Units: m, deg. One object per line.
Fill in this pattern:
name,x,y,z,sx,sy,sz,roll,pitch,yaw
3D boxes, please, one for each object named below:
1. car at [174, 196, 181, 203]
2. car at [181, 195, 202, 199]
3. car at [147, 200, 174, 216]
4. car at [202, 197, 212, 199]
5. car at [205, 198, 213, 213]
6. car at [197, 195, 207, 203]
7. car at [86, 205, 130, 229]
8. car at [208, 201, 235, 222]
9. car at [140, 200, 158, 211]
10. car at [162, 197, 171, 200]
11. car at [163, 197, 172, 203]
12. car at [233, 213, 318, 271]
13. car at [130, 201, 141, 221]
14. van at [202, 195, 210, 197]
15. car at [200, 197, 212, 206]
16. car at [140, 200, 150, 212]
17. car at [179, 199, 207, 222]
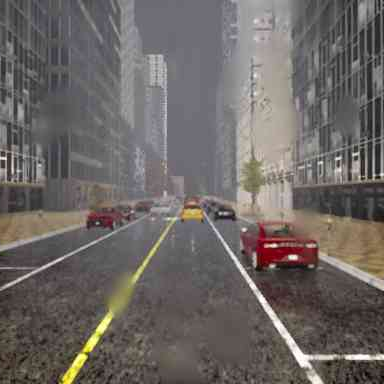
car,-3.144,1.700,75.992,1.812,1.442,4.674,0,0,0
car,-0.041,1.455,44.960,2.150,2.045,5.566,0,0,0
car,-3.163,1.782,34.472,1.895,1.301,4.718,0,0,0
car,2.596,1.824,50.883,1.947,1.339,4.313,0,0,0
car,2.617,1.772,39.498,1.947,1.339,4.313,0,0,0
car,2.533,1.712,85.037,2.192,1.841,5.009,0,0,0
car,-5.731,1.666,22.413,1.887,1.381,4.507,0,0,0
car,2.639,1.716,28.114,1.947,1.339,4.313,0,0,0
car,-5.774,1.797,45.183,1.947,1.339,4.313,0,0,0
car,-5.827,1.877,73.476,1.752,1.417,4.829,0,0,0
car,-5.838,1.925,79.340,2.008,1.369,4.403,0,0,0
car,2.671,1.608,11.038,1.887,1.381,4.507,0,0,0
car,-5.742,1.732,28.106,1.802,1.307,4.206,0,0,0
van,2.586,1.624,56.578,1.690,1.788,3.998,0,0,0
car,2.575,1.748,62.268,1.967,1.590,4.097,0,0,0
car,-5.763,1.750,39.491,1.887,1.381,4.507,0,0,0
car,0.042,1.605,27.856,1.801,1.575,5.366,0,0,0
